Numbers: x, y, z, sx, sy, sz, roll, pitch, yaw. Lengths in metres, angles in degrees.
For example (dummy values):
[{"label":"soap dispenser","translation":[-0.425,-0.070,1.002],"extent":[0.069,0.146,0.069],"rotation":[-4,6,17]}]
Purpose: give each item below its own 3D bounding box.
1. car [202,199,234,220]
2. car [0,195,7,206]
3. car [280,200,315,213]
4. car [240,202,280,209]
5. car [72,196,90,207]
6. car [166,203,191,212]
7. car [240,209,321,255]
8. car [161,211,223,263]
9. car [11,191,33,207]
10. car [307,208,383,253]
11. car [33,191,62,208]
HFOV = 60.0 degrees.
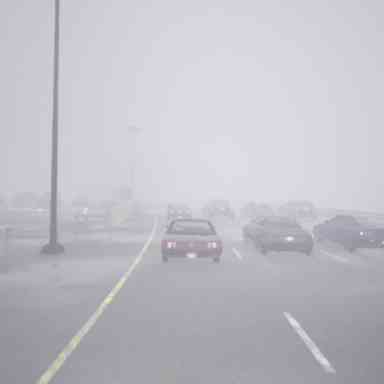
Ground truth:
[{"label":"car","translation":[2.164,1.391,28.873],"extent":[2.097,1.767,4.553],"rotation":[1,0,-7]},{"label":"car","translation":[-25.073,1.080,42.109],"extent":[1.837,1.490,4.892],"rotation":[1,0,-13]},{"label":"car","translation":[9.149,1.511,29.417],"extent":[2.097,1.767,4.553],"rotation":[1,0,-7]},{"label":"car","translation":[5.623,1.592,29.448],"extent":[2.128,1.511,4.902],"rotation":[1,0,-7]},{"label":"car","translation":[-15.009,1.224,45.170],"extent":[1.882,1.535,5.008],"rotation":[1,0,-13]},{"label":"car","translation":[-1.181,1.583,27.474],"extent":[1.895,1.301,4.718],"rotation":[1,0,-6]},{"label":"car","translation":[3.377,1.623,13.752],"extent":[1.994,1.385,4.181],"rotation":[1,0,-2]},{"label":"car","translation":[-0.059,1.601,12.090],"extent":[1.895,1.301,4.718],"rotation":[1,0,-1]},{"label":"car","translation":[-21.813,0.853,43.630],"extent":[2.150,2.045,5.566],"rotation":[1,0,-13]},{"label":"car","translation":[6.863,1.645,14.209],"extent":[1.812,1.442,4.674],"rotation":[1,0,-2]},{"label":"car","translation":[-17.861,0.919,41.961],"extent":[2.150,2.045,5.566],"rotation":[1,0,-12]}]
